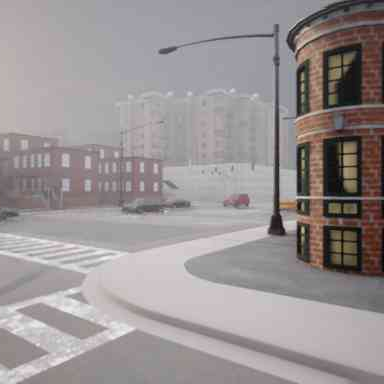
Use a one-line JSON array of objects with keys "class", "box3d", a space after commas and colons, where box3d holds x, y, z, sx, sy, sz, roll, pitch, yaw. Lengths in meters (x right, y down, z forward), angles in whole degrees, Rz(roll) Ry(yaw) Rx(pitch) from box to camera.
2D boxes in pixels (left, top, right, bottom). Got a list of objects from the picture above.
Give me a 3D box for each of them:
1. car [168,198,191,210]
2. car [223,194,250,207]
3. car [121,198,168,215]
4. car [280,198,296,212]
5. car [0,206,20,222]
[{"class": "car", "box3d": [-2.229, 1.554, 43.525, 2.033, 1.411, 5.357, 0, 0, 36]}, {"class": "car", "box3d": [6.725, 1.266, 49.890, 2.150, 2.045, 5.566, 0, 0, 36]}, {"class": "car", "box3d": [-4.992, 1.357, 33.667, 2.097, 1.767, 4.553, 0, 0, 36]}, {"class": "car", "box3d": [11.795, 1.480, 38.763, 1.882, 1.535, 5.008, 0, 0, 36]}, {"class": "car", "box3d": [-15.849, 1.554, 24.748, 2.033, 1.411, 5.357, 0, 0, 38]}]
